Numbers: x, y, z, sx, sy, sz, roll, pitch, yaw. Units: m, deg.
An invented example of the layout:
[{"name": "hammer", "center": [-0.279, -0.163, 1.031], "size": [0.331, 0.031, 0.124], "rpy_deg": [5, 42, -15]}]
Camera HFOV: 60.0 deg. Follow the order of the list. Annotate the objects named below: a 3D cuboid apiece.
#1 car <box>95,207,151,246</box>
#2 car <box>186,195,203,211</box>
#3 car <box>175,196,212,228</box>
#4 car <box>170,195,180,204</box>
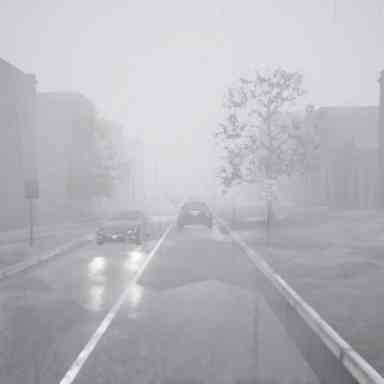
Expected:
[{"name": "car", "center": [-3.028, 1.501, 15.468], "size": [1.837, 1.490, 4.892], "rpy_deg": [0, 0, 0]}, {"name": "car", "center": [0.304, 1.342, 41.856], "size": [2.097, 1.767, 4.553], "rpy_deg": [0, 0, 0]}, {"name": "car", "center": [0.205, 1.347, 22.253], "size": [2.097, 1.767, 4.553], "rpy_deg": [0, 0, 0]}, {"name": "car", "center": [-2.759, 1.286, 57.575], "size": [1.882, 1.535, 5.008], "rpy_deg": [0, 2, 1]}]
